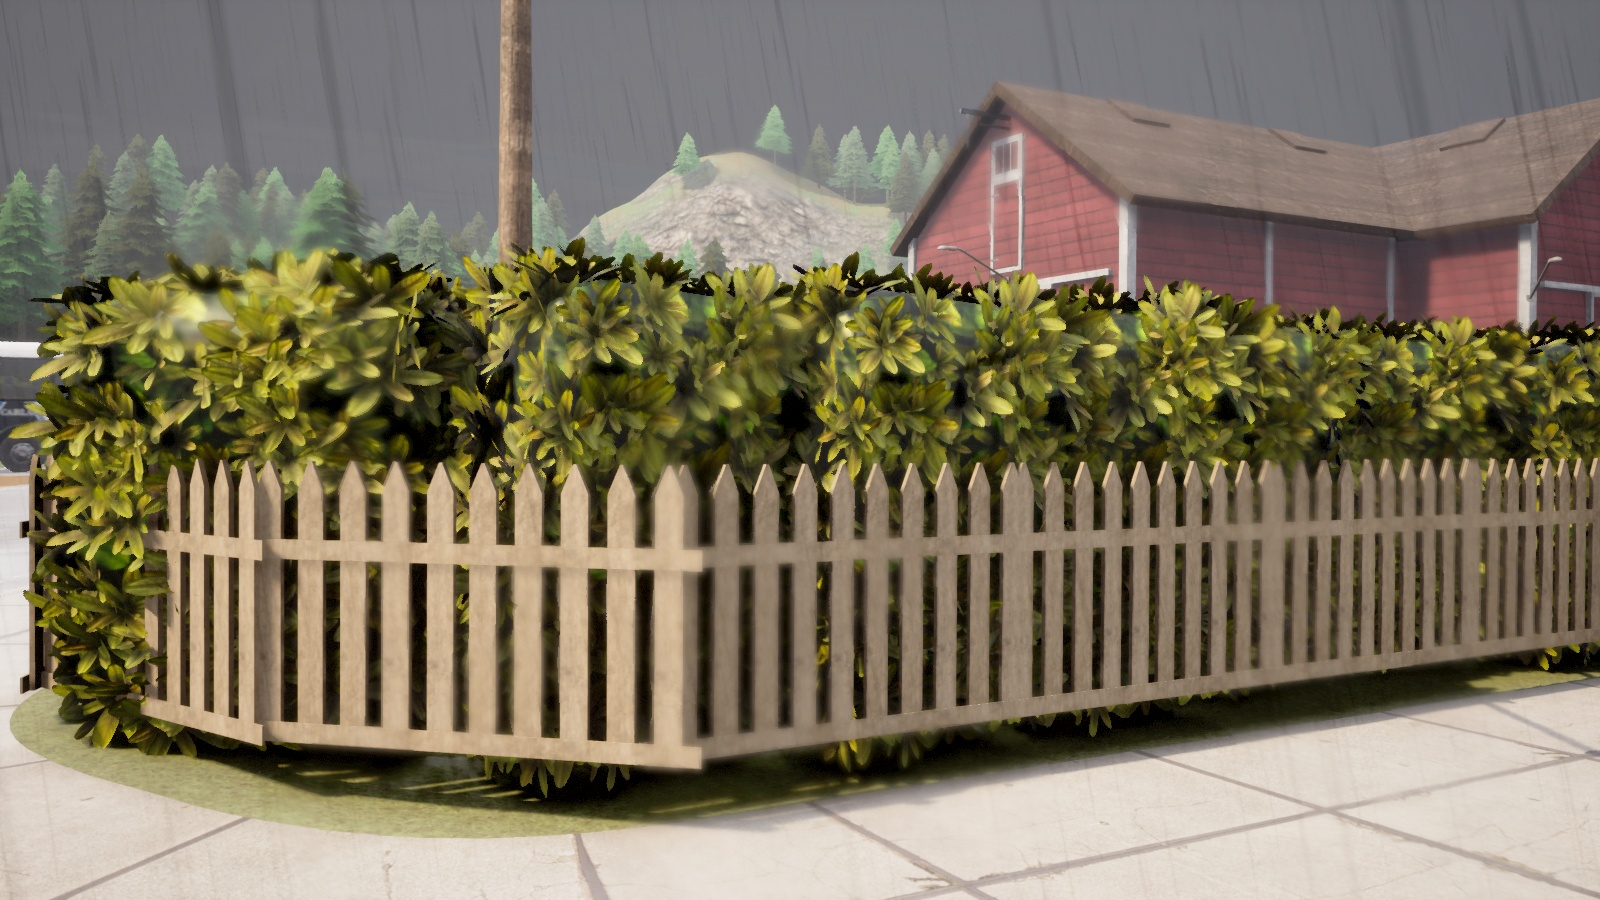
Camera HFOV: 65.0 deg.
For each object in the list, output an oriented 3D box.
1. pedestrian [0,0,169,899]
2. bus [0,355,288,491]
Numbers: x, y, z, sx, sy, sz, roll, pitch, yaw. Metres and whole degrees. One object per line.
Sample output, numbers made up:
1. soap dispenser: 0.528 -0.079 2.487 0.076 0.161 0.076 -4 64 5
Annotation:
1. pedestrian: -0.938 0.594 0.746 0.900 1.855 0.874 -1 1 -35
2. bus: -23.181 -0.916 42.587 10.273 4.253 3.944 -2 1 -29
